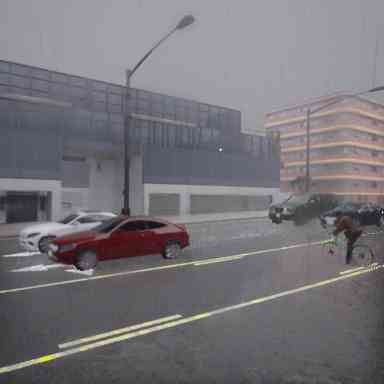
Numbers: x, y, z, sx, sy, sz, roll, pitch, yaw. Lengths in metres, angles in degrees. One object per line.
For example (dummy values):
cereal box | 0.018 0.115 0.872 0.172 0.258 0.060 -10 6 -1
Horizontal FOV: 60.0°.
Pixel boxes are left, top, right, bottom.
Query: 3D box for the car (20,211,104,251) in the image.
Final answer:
car | -4.453 1.523 13.704 4.674 1.442 1.812 0 0 -35

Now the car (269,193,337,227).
car | 7.625 1.102 22.270 5.566 2.045 2.150 0 0 -34

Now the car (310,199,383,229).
car | 9.419 1.373 19.258 4.902 1.511 2.128 -1 0 -35

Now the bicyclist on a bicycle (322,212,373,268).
bicyclist on a bicycle | 4.688 1.434 10.163 0.582 1.620 1.656 0 -2 -36

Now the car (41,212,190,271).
car | -2.219 1.523 11.004 4.674 1.442 1.812 0 0 -35
